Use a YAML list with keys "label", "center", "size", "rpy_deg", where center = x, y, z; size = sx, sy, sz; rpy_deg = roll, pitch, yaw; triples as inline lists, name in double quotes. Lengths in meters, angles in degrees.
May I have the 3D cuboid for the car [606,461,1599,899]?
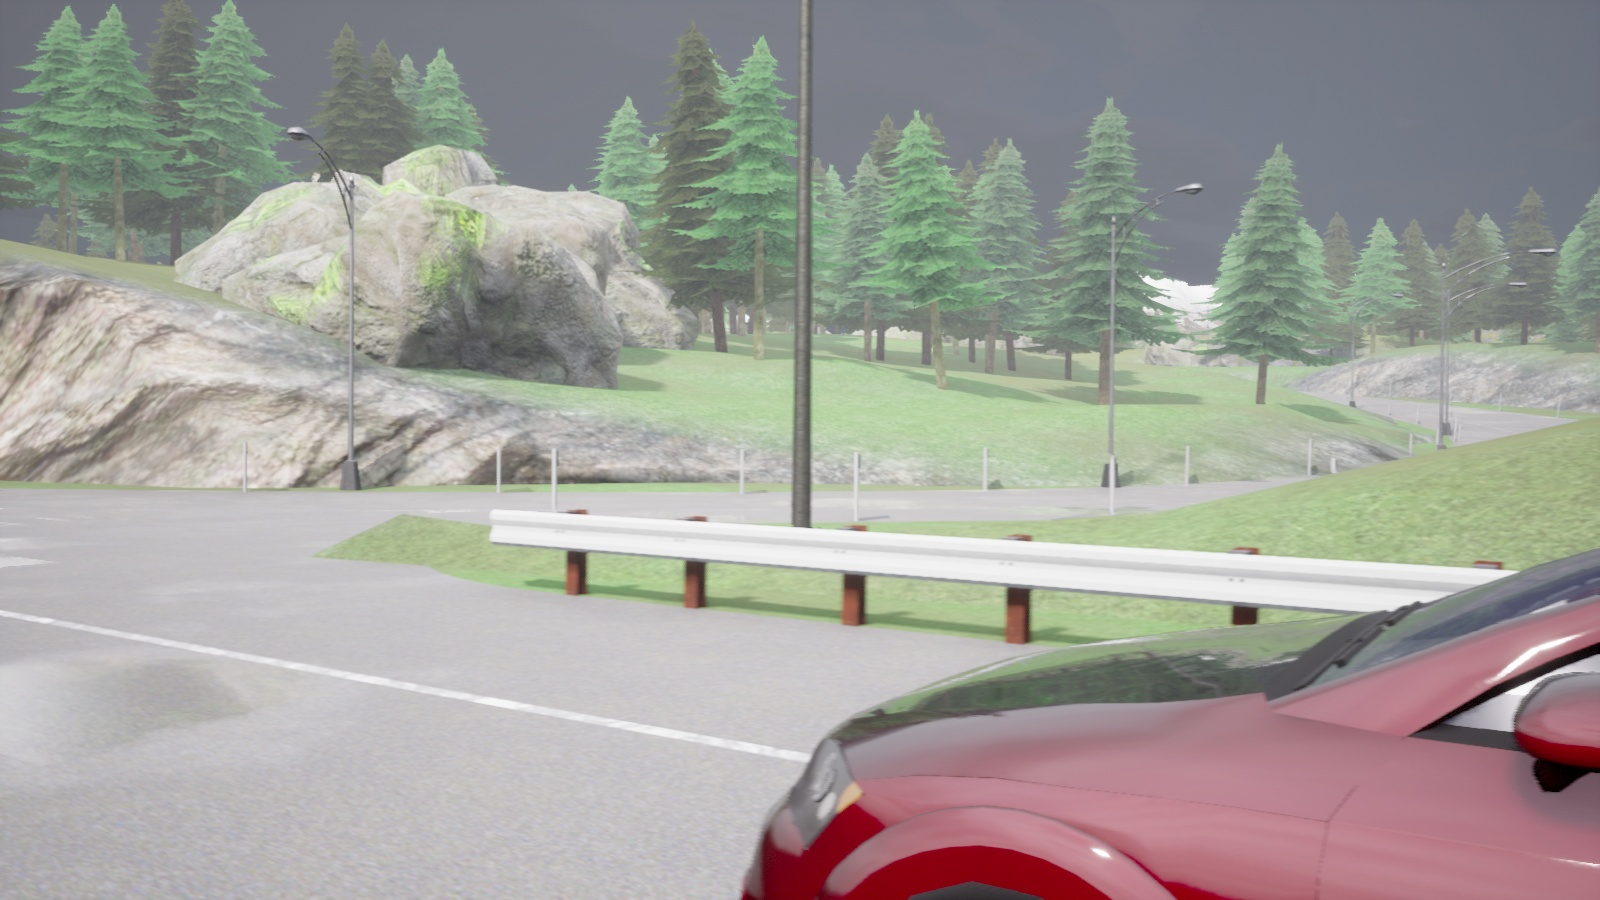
- label: "car"
  center: [1.883, 0.746, 2.374]
  size: [4.181, 1.385, 1.994]
  rpy_deg: [0, 1, 34]
